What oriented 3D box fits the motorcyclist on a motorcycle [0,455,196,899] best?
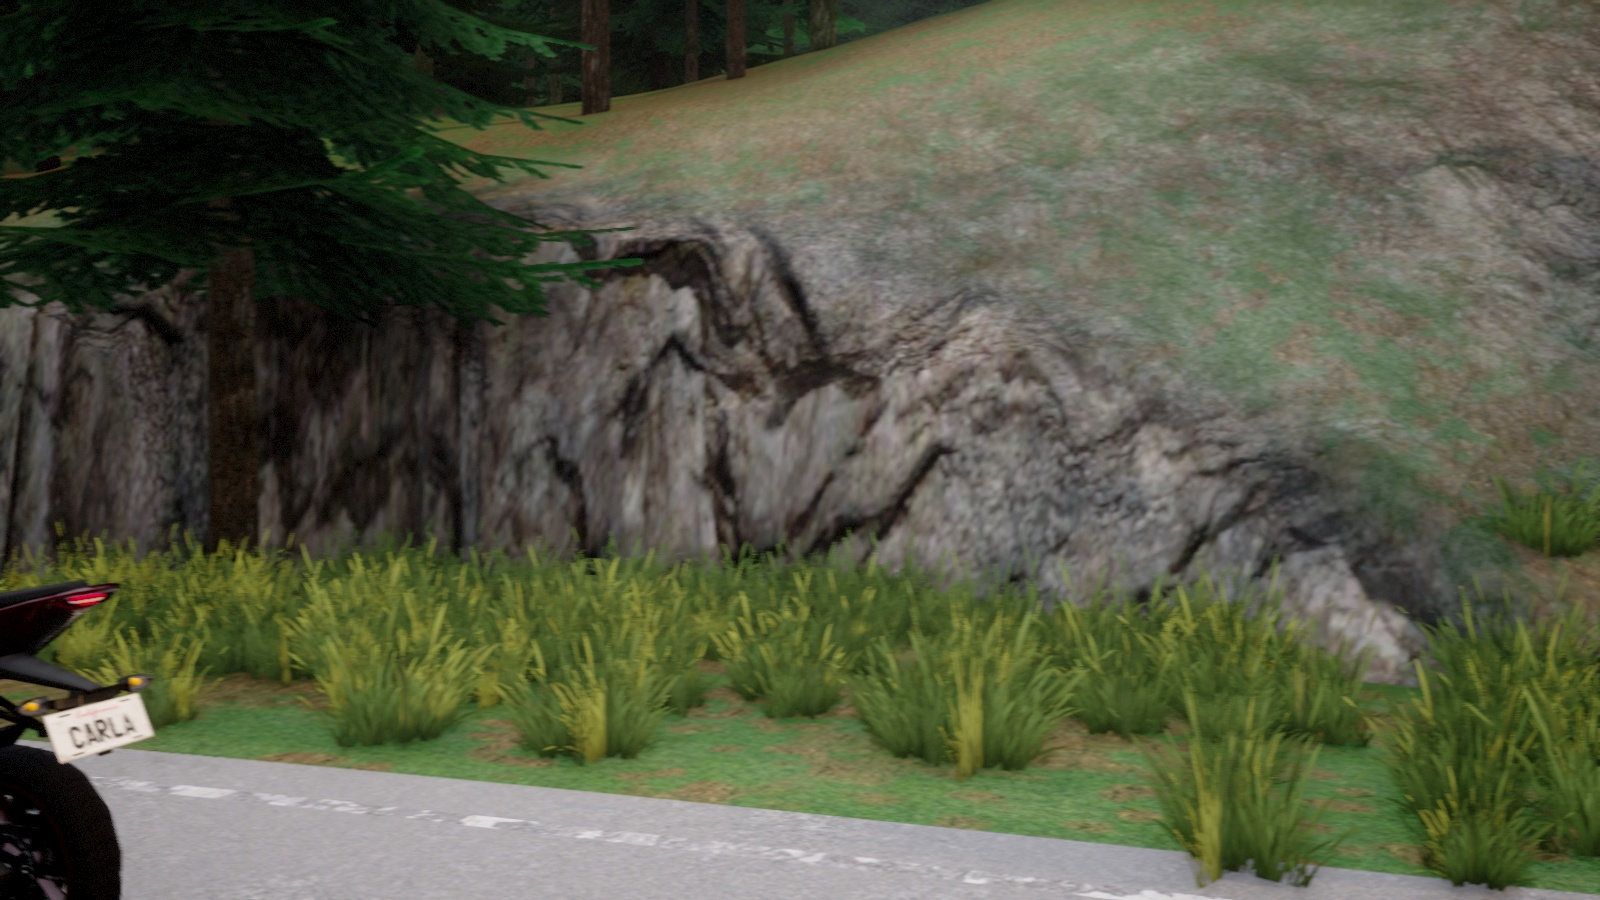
[{"bbox_3d":[-3.101,0.787,3.913,2.191,1.530,0.866,1,1,18],"label":"motorcyclist on a motorcycle"}]
